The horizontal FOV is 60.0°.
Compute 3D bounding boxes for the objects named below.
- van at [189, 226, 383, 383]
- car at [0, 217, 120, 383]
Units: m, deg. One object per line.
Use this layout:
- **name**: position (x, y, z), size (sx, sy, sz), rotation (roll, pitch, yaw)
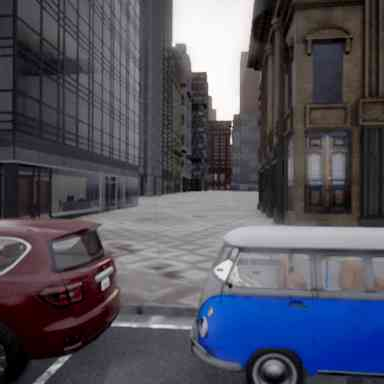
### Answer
- **van**: position (2.072, 1.342, 4.106), size (3.998, 1.788, 1.690), rotation (0, 0, 7)
- **car**: position (-3.538, 1.316, 4.763), size (5.009, 1.841, 2.192), rotation (0, 0, 7)
